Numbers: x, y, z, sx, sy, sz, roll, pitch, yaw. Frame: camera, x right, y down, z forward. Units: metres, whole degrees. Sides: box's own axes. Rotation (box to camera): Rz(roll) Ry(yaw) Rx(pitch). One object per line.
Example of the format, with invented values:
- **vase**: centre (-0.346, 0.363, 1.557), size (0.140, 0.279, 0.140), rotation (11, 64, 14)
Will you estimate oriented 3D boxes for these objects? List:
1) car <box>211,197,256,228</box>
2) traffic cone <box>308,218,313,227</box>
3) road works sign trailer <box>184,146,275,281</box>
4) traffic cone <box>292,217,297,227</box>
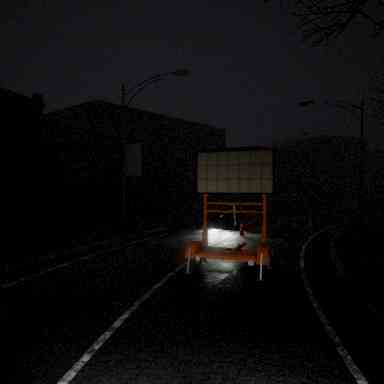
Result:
- **car**: centre (2.578, 1.202, 21.646), size (1.994, 1.385, 4.181), rotation (-43, -17, 23)
- **traffic cone**: centre (7.666, 1.979, 21.513), size (0.340, 0.580, 0.340), rotation (1, 0, 23)
- **road works sign trailer**: centre (1.317, 0.460, 10.107), size (2.380, 3.560, 2.880), rotation (0, 0, 21)
- **traffic cone**: centre (6.745, 1.967, 21.902), size (0.340, 0.580, 0.340), rotation (1, 0, 23)
